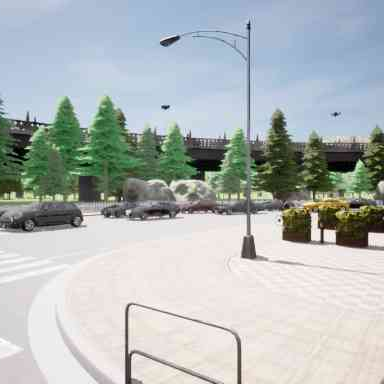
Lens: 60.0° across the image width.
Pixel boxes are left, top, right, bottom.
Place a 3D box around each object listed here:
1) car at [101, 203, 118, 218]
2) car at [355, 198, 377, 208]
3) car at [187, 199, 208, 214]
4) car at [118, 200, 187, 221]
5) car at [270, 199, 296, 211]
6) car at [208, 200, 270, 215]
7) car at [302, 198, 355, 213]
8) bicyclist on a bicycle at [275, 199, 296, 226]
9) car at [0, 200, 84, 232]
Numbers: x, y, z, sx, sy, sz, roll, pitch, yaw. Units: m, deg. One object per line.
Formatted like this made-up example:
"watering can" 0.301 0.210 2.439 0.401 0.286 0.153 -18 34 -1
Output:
"car" -5.844 1.508 29.215 1.994 1.385 4.181 0 0 45
"car" 19.671 1.436 40.197 4.902 1.511 2.128 0 0 0
"car" 0.809 1.470 34.699 4.674 1.442 1.812 0 0 -30
"car" -3.144 1.436 27.121 4.902 1.511 2.128 0 0 -44
"car" 9.877 1.508 38.692 4.181 1.385 1.994 0 0 -14
"car" 4.683 1.492 33.045 5.357 1.411 2.033 0 0 -26
"car" 14.555 1.422 36.275 5.008 1.535 1.882 0 0 -7
"bicyclist on a bicycle" 5.581 1.245 19.574 0.582 1.620 1.656 0 0 -44
"car" -8.940 1.297 20.050 2.097 1.767 4.553 0 0 37
